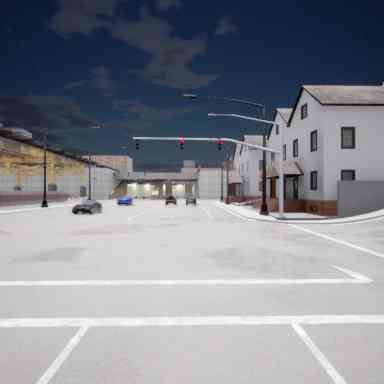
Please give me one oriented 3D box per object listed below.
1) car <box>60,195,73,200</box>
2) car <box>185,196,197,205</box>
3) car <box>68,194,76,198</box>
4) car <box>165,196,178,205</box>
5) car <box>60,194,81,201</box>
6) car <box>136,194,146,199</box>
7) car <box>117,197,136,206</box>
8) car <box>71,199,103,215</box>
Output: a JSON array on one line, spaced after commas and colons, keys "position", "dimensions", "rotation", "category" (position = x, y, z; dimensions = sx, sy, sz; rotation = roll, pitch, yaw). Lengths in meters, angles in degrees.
[{"position": [-31.919, 1.295, 84.296], "dimensions": [1.853, 1.218, 4.536], "rotation": [0, 0, -37], "category": "car"}, {"position": [-0.145, 1.489, 58.611], "dimensions": [2.128, 1.511, 4.902], "rotation": [0, 0, 0], "category": "car"}, {"position": [-31.887, 1.452, 84.254], "dimensions": [2.038, 1.542, 4.974], "rotation": [0, 0, -37], "category": "car"}, {"position": [-3.644, 1.505, 58.602], "dimensions": [1.837, 1.490, 4.892], "rotation": [0, 0, 0], "category": "car"}, {"position": [-32.691, 1.452, 89.619], "dimensions": [2.038, 1.542, 4.974], "rotation": [0, 0, 28], "category": "car"}, {"position": [-10.669, 1.139, 68.903], "dimensions": [1.812, 1.442, 4.674], "rotation": [0, 0, 0], "category": "car"}, {"position": [-10.722, 1.477, 53.416], "dimensions": [1.882, 1.535, 5.008], "rotation": [0, 0, 0], "category": "car"}, {"position": [-10.684, 1.546, 34.368], "dimensions": [2.033, 1.411, 5.357], "rotation": [0, 0, 0], "category": "car"}]
